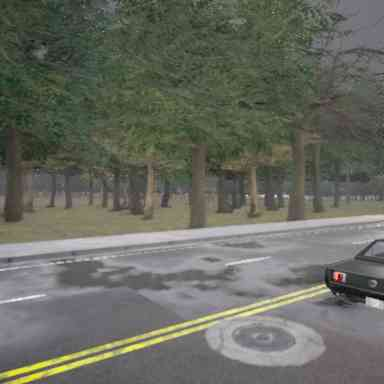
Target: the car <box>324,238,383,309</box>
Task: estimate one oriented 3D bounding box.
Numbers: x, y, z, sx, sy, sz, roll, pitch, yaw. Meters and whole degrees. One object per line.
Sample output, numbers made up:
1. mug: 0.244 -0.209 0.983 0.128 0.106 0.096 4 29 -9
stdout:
1. car: 4.921 1.603 6.944 4.718 1.301 1.895 0 0 -35
